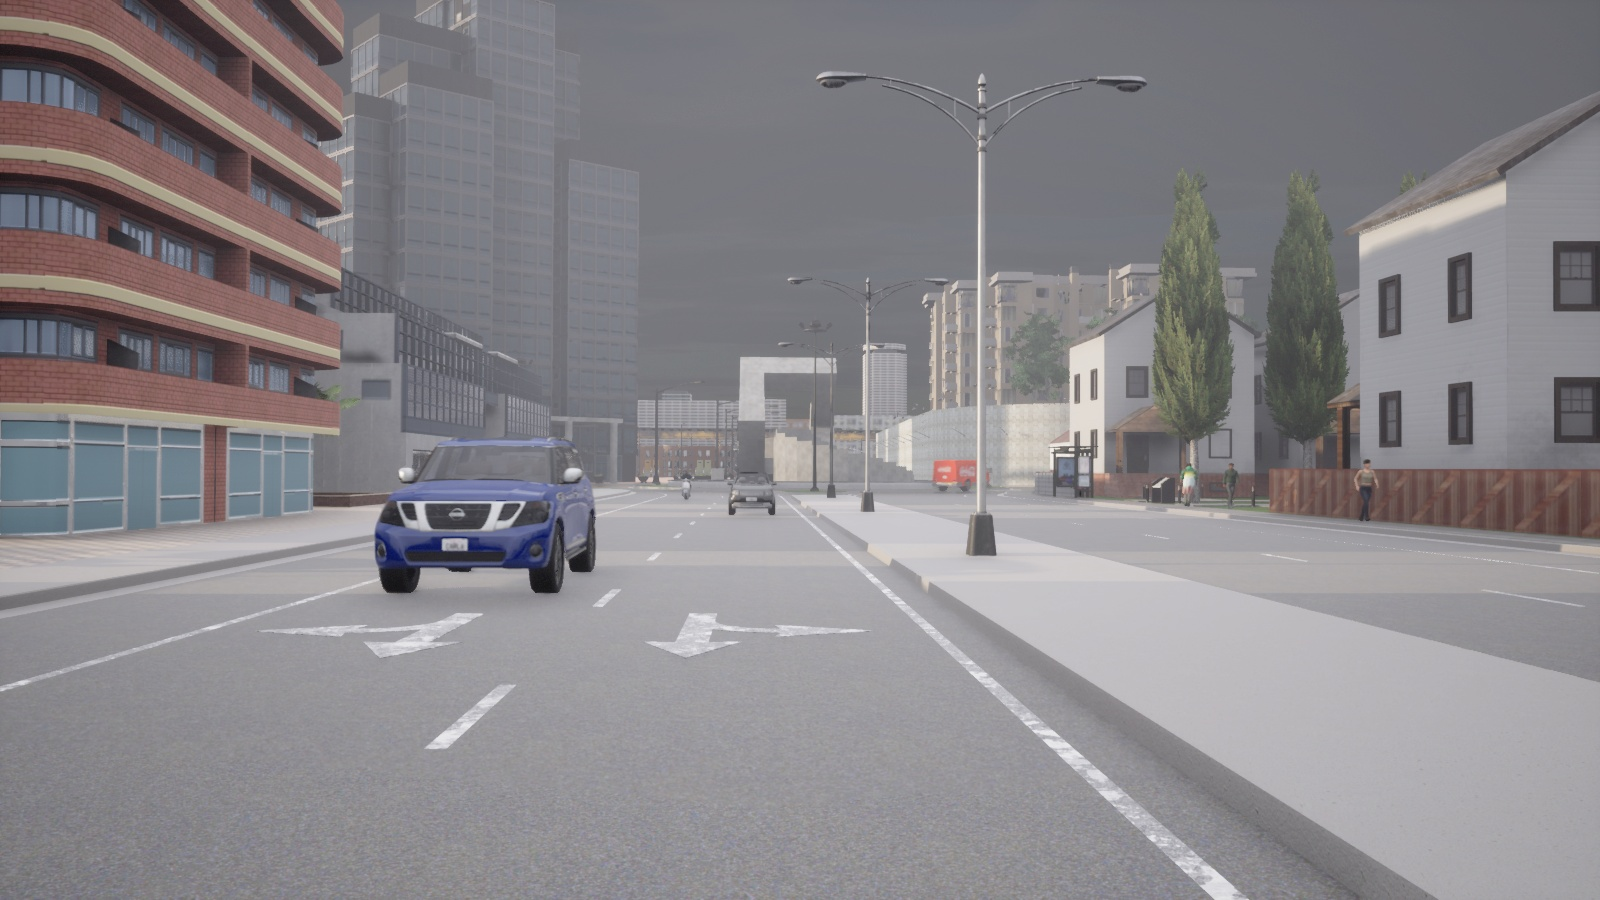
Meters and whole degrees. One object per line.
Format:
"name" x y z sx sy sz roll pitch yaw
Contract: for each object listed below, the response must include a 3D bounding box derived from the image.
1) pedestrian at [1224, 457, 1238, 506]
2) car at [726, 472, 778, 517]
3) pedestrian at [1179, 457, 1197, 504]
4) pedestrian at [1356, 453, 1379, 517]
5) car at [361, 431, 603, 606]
"pedestrian" 16.489 1.207 47.993 0.353 1.847 0.614 0 -1 5
"car" -1.710 1.554 45.009 1.789 1.549 3.705 0 -1 -2
"pedestrian" 16.186 1.275 52.349 0.659 1.952 0.873 0 -1 15
"pedestrian" 16.396 1.012 36.278 0.345 1.836 0.594 0 -1 -1
"car" -4.169 0.844 17.538 2.150 2.045 5.566 0 -1 -2
